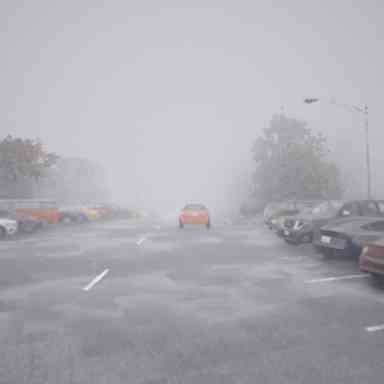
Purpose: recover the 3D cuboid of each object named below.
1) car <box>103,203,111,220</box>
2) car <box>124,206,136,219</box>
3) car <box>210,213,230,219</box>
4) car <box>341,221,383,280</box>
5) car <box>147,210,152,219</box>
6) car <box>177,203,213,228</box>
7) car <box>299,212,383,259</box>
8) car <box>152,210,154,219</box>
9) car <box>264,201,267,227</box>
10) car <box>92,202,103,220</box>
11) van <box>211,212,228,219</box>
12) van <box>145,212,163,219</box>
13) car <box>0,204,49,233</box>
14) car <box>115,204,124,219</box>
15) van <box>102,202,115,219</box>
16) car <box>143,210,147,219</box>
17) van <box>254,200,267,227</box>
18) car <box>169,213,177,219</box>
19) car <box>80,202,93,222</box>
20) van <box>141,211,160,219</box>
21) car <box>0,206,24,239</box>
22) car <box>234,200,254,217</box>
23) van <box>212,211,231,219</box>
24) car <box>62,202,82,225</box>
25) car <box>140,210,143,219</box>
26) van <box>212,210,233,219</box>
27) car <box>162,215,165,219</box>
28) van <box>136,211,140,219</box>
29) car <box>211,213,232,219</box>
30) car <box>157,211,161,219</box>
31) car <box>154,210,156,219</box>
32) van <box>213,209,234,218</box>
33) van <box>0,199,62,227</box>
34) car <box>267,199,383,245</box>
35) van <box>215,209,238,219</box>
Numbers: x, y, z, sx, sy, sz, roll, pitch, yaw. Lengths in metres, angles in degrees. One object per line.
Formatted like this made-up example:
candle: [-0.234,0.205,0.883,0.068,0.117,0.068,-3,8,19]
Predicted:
car: [-11.252,2.162,34.353,4.892,1.521,2.231,0,-3,-19]
car: [-11.087,2.681,46.070,5.566,2.045,2.435,1,-5,-19]
car: [7.412,6.537,89.555,4.892,1.521,2.231,3,-5,-19]
car: [6.404,1.576,8.347,4.674,1.452,2.002,1,-1,-20]
car: [-11.011,4.354,63.521,5.366,1.575,1.946,1,-5,-19]
car: [0.196,1.635,24.534,2.097,1.767,4.553,0,-2,0]
car: [6.445,1.591,11.352,4.792,1.488,2.163,1,-1,-20]
car: [-10.754,4.629,66.509,4.792,1.488,2.163,1,-5,-19]
car: [6.475,1.505,17.337,4.553,1.767,2.185,1,-1,-20]
car: [-11.445,2.015,31.364,5.366,1.575,1.946,0,-3,-19]
van: [7.578,6.569,92.550,4.442,1.987,1.878,2,-5,-19]
van: [-10.286,6.335,89.949,4.442,1.987,1.878,1,-5,-19]
car: [-11.331,1.680,19.736,4.792,1.488,2.163,0,-1,-20]
car: [-11.173,2.505,40.188,4.892,1.521,2.231,0,-3,-19]
van: [-11.326,2.097,37.245,4.442,1.987,1.878,0,-3,-19]
car: [-11.111,3.877,57.680,5.366,1.575,1.946,1,-5,-19]
van: [6.349,1.450,20.282,4.442,1.987,1.878,1,-1,-20]
car: [-4.066,6.140,84.498,2.128,1.511,4.902,0,-5,1]
car: [-11.304,1.897,28.510,4.892,1.521,2.231,0,-2,-20]
van: [-10.602,5.833,84.020,4.442,1.987,1.878,1,-5,-19]
car: [-11.378,1.646,16.802,4.674,1.452,2.002,-1,-1,-20]
car: [8.520,1.992,41.447,5.566,2.045,2.150,0,-4,-25]
van: [7.432,5.818,83.747,4.442,1.987,1.878,2,-5,-19]
car: [-11.328,1.794,25.585,5.008,1.535,2.097,0,-2,-20]
car: [-11.008,3.673,54.801,4.792,1.488,2.163,1,-5,-19]
van: [7.116,5.314,77.797,4.442,1.987,1.878,2,-5,-19]
car: [-10.434,6.308,86.965,5.008,1.535,2.097,1,-5,-19]
van: [-10.920,3.183,51.953,4.442,1.987,1.878,1,-5,-19]
car: [7.266,5.829,80.755,4.674,1.452,2.002,2,-5,-19]
car: [-10.667,5.073,75.283,5.566,2.045,2.435,1,-5,-19]
car: [-10.729,4.841,69.428,4.892,1.521,2.231,1,-5,-19]
van: [6.916,4.342,66.062,4.442,1.987,1.878,2,-5,-19]
van: [-11.454,1.487,22.621,4.442,1.987,1.878,0,-1,-20]
car: [6.411,1.341,14.318,5.566,2.045,2.435,1,0,-20]
van: [7.184,4.594,69.081,4.442,1.987,1.878,2,-5,-19]
